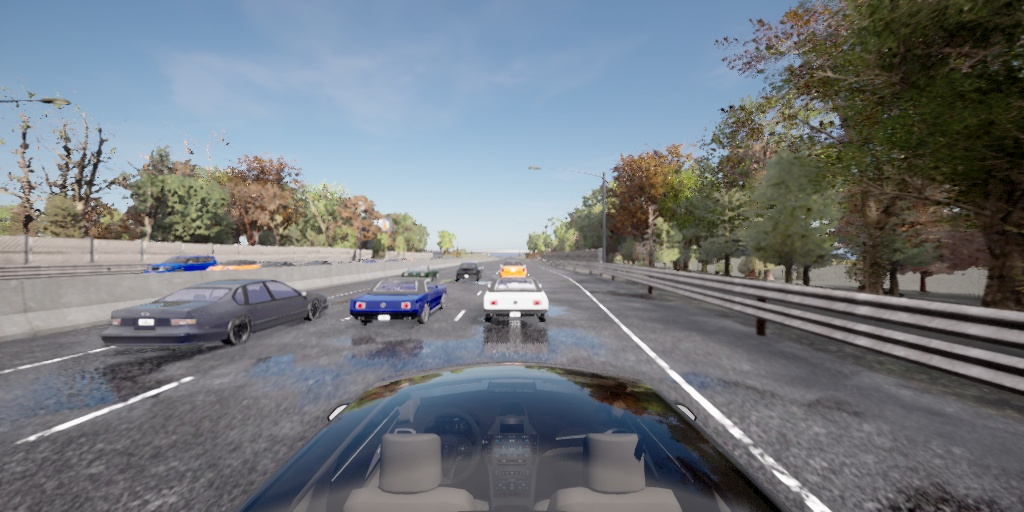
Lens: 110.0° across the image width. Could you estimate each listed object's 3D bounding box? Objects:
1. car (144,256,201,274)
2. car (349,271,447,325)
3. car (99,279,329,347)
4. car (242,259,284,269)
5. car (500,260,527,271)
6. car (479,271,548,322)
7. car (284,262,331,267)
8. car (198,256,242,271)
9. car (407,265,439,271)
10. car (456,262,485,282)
[{"bbox_3d":[-27.938,0.981,30.690,2.150,2.045,5.566,0,0,-1],"label":"car"},{"bbox_3d":[-3.402,1.351,11.779,1.895,1.301,4.718,0,0,0],"label":"car"},{"bbox_3d":[-6.904,1.297,9.280,2.033,1.411,5.357,0,0,0],"label":"car"},{"bbox_3d":[-21.092,1.265,31.906,1.837,1.490,4.892,0,0,0],"label":"car"},{"bbox_3d":[0.098,1.109,28.944,2.097,1.767,4.553,0,0,0],"label":"car"},{"bbox_3d":[0.098,1.351,12.304,1.895,1.301,4.718,0,0,0],"label":"car"},{"bbox_3d":[-17.593,1.264,31.935,1.837,1.490,4.892,0,0,0],"label":"car"},{"bbox_3d":[-24.591,1.112,31.814,2.097,1.767,4.553,0,0,0],"label":"car"},{"bbox_3d":[-6.901,1.357,27.663,1.895,1.301,4.718,0,0,0],"label":"car"},{"bbox_3d":[-3.401,1.262,29.255,1.837,1.490,4.892,0,0,0],"label":"car"}]
